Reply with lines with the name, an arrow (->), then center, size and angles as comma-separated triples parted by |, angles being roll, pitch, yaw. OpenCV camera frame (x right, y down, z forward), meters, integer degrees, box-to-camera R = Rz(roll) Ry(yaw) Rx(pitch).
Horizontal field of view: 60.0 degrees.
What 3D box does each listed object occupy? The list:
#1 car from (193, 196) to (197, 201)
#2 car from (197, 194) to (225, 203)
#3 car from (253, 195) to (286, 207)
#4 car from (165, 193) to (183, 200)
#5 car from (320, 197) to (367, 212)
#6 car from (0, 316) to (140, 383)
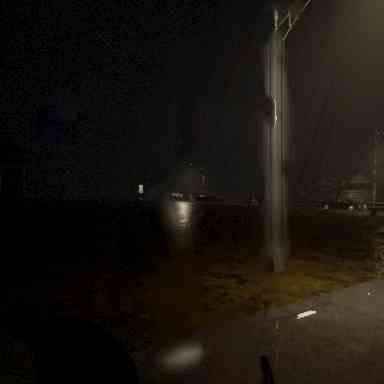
car -> 2.039, 1.098, 62.698 | 1.837, 1.490, 4.892 | 2, -1, -35
car -> 3.352, 1.149, 54.641 | 1.895, 1.301, 4.718 | 2, -1, -35
car -> 10.335, 1.171, 44.768 | 1.837, 1.490, 4.892 | 2, -1, -35
car -> -4.001, 0.954, 71.225 | 1.895, 1.301, 4.718 | 2, -1, -35
car -> 16.421, 1.292, 36.173 | 1.837, 1.490, 4.892 | 2, 0, -35
car -> -2.585, 1.477, 1.229 | 5.008, 1.535, 1.882 | 0, 0, -35
